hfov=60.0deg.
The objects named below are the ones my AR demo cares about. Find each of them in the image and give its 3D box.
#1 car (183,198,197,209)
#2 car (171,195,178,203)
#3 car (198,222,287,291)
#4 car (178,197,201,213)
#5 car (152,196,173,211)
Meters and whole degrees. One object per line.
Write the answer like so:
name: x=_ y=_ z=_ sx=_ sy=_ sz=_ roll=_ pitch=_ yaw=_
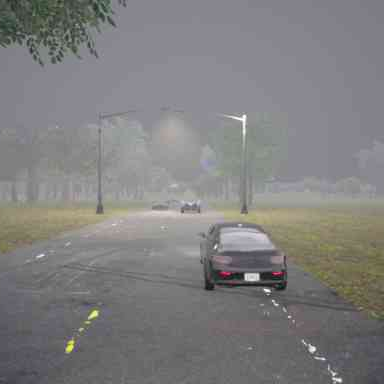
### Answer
car: x=-0.241 y=1.606 z=47.029 sx=1.994 sy=1.385 sz=4.181 roll=0 pitch=0 yaw=1
car: x=-3.873 y=1.452 z=69.952 sx=2.097 sy=1.767 sz=4.553 roll=0 pitch=0 yaw=0
car: x=1.178 y=1.524 z=8.901 sx=1.812 sy=1.442 sz=4.674 roll=0 pitch=0 yaw=0
car: x=-0.126 y=1.377 z=37.363 sx=2.097 sy=1.767 sz=4.553 roll=0 pitch=0 yaw=0
car: x=-3.821 y=1.596 z=41.381 sx=1.994 sy=1.385 sz=4.181 roll=0 pitch=0 yaw=0
